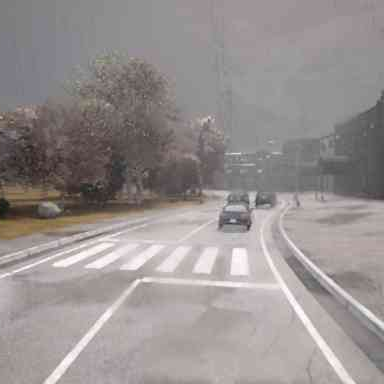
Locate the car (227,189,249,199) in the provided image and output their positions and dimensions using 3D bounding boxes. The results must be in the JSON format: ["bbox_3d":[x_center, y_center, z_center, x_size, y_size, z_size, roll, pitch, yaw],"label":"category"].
[{"bbox_3d":[6.042,0.662,43.193,2.150,2.045,5.566,1,1,18],"label":"car"}]

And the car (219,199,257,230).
[{"bbox_3d":[2.762,1.378,20.294,1.812,1.442,4.674,1,1,13],"label":"car"}]

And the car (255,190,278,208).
[{"bbox_3d":[9.077,0.780,40.476,2.150,2.045,5.566,1,2,19],"label":"car"}]
